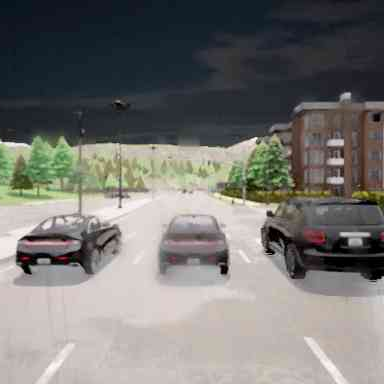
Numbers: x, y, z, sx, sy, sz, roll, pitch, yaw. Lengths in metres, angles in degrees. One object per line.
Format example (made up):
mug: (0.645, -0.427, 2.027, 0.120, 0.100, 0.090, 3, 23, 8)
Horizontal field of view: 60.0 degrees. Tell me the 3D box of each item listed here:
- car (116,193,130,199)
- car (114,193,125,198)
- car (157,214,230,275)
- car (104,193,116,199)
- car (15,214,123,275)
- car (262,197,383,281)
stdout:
car: (-16.271, 0.969, 80.271, 1.994, 1.385, 4.181, 0, 0, 0)
car: (-19.763, 0.932, 91.210, 1.895, 1.301, 4.718, 0, 0, 0)
car: (0.059, 1.413, 10.190, 2.128, 1.511, 4.902, 0, 0, 1)
car: (-19.771, 0.942, 80.269, 2.128, 1.511, 4.902, 0, 0, 0)
car: (-3.441, 1.413, 10.195, 2.128, 1.511, 4.902, 0, 0, 1)
car: (3.553, 1.148, 9.797, 2.150, 2.045, 5.566, 0, 0, 1)
